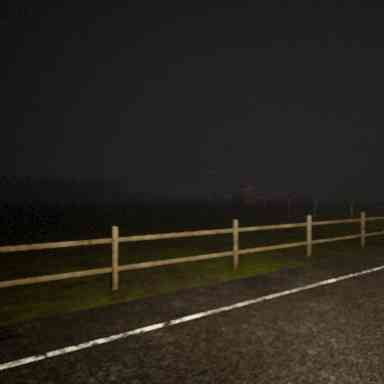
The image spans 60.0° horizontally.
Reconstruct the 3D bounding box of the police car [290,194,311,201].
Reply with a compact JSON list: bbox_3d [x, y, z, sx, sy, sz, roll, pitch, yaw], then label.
[{"bbox_3d":[24.723,1.153,75.699,2.038,1.542,4.974,2,0,-32],"label":"police car"}]
